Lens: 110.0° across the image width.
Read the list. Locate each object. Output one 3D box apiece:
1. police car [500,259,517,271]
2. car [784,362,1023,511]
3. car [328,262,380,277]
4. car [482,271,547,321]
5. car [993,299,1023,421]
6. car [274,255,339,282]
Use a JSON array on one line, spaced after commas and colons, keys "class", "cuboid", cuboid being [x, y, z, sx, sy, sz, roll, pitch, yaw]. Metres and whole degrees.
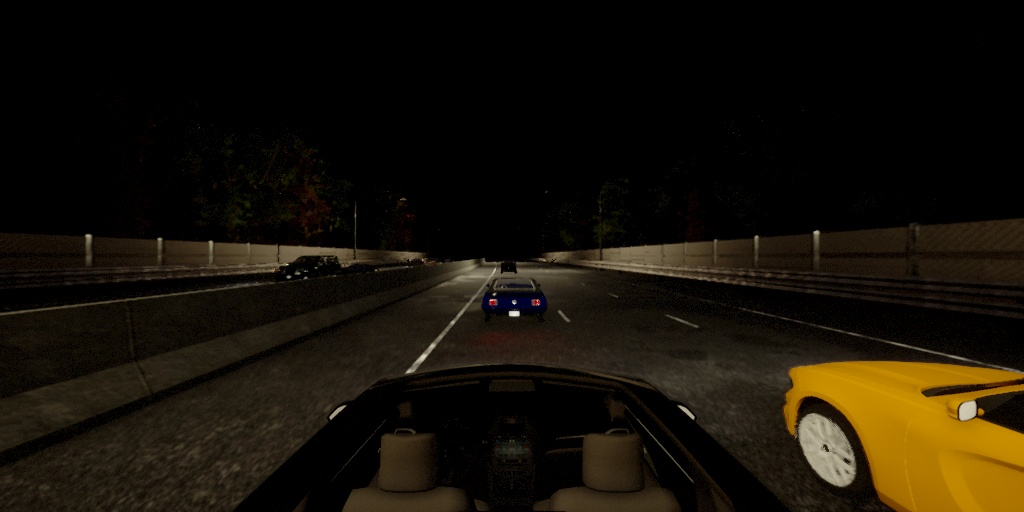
[{"class": "police car", "cuboid": [-0.426, 1.191, 44.201, 1.930, 1.638, 5.238, 0, 0, -1]}, {"class": "car", "cuboid": [3.593, 1.227, 1.450, 1.882, 1.535, 5.008, 0, 0, 0]}, {"class": "car", "cuboid": [-10.769, 1.285, 25.386, 1.812, 1.442, 4.674, 0, 0, -1]}, {"class": "car", "cuboid": [0.059, 1.355, 12.421, 1.895, 1.301, 4.718, 0, 0, 0]}, {"class": "car", "cuboid": [7.093, 1.274, 2.273, 1.812, 1.442, 4.674, 0, 0, 0]}, {"class": "car", "cuboid": [-14.273, 0.981, 25.645, 2.150, 2.045, 5.566, 0, 0, -1]}]
